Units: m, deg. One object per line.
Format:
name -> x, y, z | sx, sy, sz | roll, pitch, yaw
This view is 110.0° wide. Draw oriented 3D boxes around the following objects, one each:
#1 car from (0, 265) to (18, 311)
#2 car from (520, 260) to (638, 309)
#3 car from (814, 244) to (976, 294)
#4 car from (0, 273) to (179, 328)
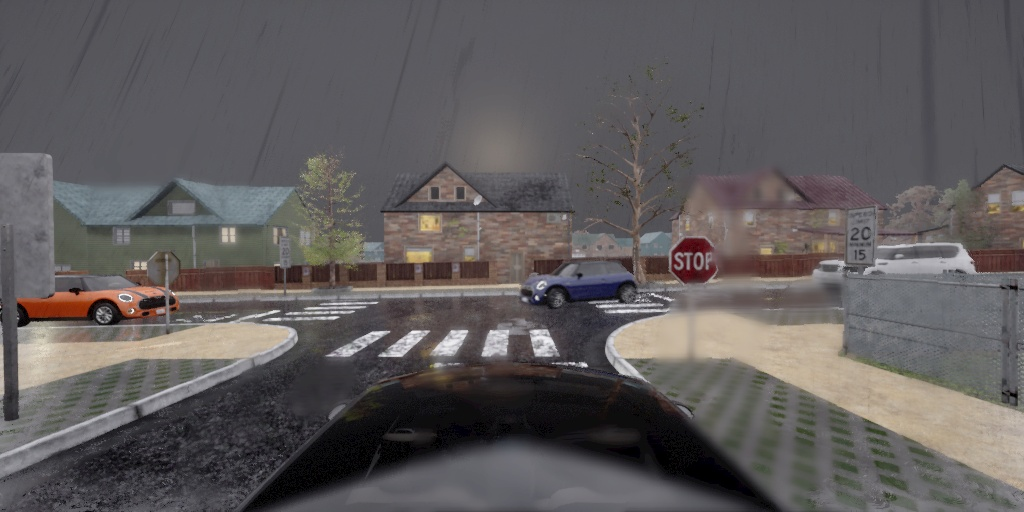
car -> -25.864, 1.509, 15.619 | 5.566, 2.045, 2.150 | -1, 1, 0
car -> 2.598, 0.990, 14.243 | 4.553, 1.767, 2.097 | -2, 1, -18
car -> 16.591, 0.508, 15.681 | 5.566, 2.045, 2.150 | -1, 1, 0
car -> -14.690, 1.420, 12.679 | 4.553, 1.767, 2.097 | -1, 1, 0
